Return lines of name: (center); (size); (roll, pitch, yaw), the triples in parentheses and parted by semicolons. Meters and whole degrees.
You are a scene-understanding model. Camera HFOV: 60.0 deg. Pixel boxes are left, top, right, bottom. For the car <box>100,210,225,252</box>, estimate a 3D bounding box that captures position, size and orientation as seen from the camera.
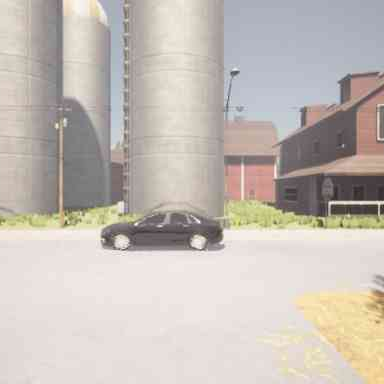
car: (-1.157, 1.490, 13.317); (4.892, 1.490, 1.837); (0, 0, 0)
